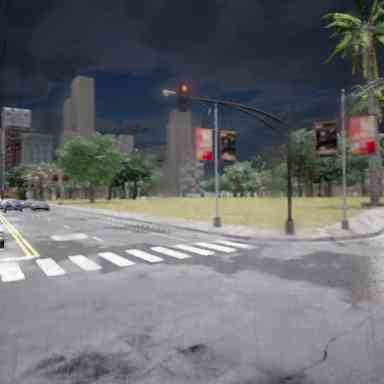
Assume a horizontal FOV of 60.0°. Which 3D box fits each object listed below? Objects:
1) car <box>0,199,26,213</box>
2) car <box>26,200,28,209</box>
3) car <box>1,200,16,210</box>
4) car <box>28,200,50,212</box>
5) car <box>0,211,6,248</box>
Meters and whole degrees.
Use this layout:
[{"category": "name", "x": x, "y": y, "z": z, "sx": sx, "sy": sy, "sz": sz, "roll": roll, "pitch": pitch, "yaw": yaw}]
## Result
[{"category": "car", "x": -23.337, "y": 1.716, "z": 43.351, "sx": 2.097, "sy": 1.767, "sz": 4.553, "roll": -1, "pitch": 0, "yaw": -32}, {"category": "car", "x": -25.893, "y": 1.964, "z": 53.587, "sx": 2.033, "sy": 1.411, "sz": 5.357, "roll": -1, "pitch": 0, "yaw": -32}, {"category": "car", "x": -28.650, "y": 1.972, "z": 51.867, "sx": 1.812, "sy": 1.442, "sz": 4.674, "roll": -1, "pitch": 0, "yaw": -32}, {"category": "car", "x": -20.594, "y": 1.898, "z": 45.097, "sx": 1.994, "sy": 1.385, "sz": 4.181, "roll": -1, "pitch": 0, "yaw": -32}, {"category": "car", "x": -9.479, "y": 1.742, "z": 14.867, "sx": 1.895, "sy": 1.301, "sz": 4.718, "roll": -1, "pitch": 0, "yaw": -33}]
